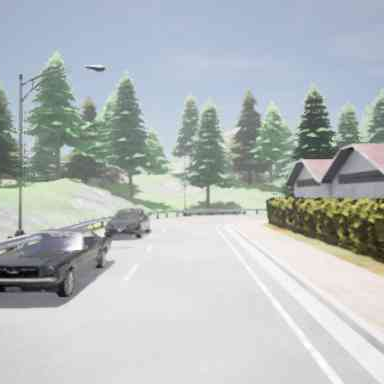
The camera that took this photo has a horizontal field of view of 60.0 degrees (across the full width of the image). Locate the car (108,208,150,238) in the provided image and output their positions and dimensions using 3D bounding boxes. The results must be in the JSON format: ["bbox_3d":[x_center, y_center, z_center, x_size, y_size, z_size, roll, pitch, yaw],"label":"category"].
[{"bbox_3d":[-3.546,1.689,19.047,1.837,1.490,4.892,0,-1,1],"label":"car"}]

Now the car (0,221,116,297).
[{"bbox_3d":[-3.615,1.691,8.934,1.895,1.301,4.718,0,-1,0],"label":"car"}]
